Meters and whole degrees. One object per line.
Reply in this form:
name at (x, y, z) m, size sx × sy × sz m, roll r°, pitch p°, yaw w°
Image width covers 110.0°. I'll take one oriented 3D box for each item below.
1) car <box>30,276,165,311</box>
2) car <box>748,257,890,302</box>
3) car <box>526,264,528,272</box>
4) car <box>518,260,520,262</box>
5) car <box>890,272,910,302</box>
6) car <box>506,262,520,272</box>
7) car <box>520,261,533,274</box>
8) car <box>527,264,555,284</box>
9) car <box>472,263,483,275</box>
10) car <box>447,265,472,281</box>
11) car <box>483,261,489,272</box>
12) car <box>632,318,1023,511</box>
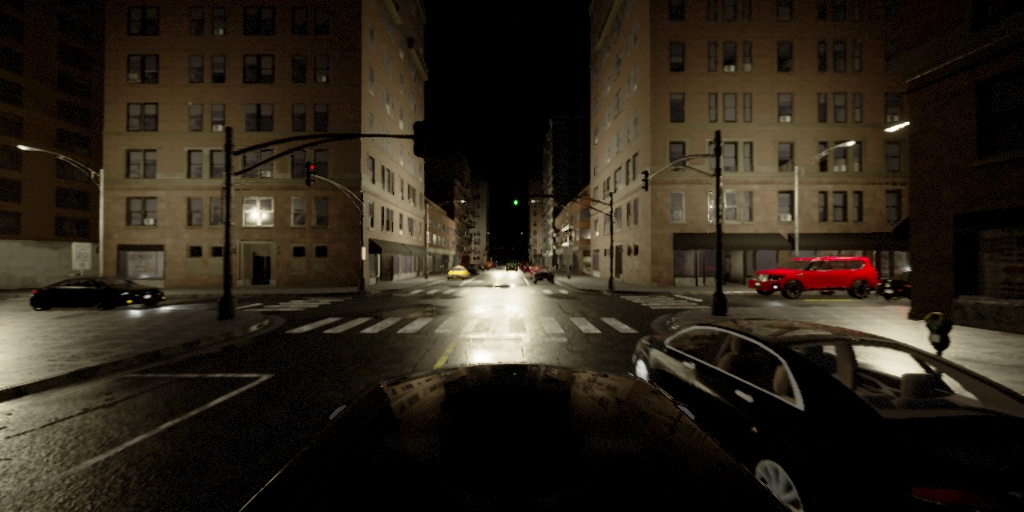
car at (-17.594, 1.565, 15.359) m, size 4.181 × 1.385 × 1.994 m, roll 0°, pitch -1°, yaw 0°
car at (15.329, 1.075, 18.374) m, size 5.566 × 2.045 × 2.150 m, roll 0°, pitch -1°, yaw 0°
car at (2.630, 1.739, 36.272) m, size 1.802 × 1.307 × 4.207 m, roll 0°, pitch 0°, yaw 0°
car at (2.624, 1.800, 64.679) m, size 2.192 × 1.841 × 5.009 m, roll 0°, pitch 0°, yaw 0°
car at (18.392, 1.328, 15.363) m, size 4.674 × 1.442 × 1.812 m, roll 0°, pitch -1°, yaw -1°
car at (-0.013, 2.035, 60.264) m, size 1.895 × 1.301 × 4.718 m, roll 0°, pitch -1°, yaw 0°
car at (2.626, 1.794, 53.316) m, size 1.967 × 1.591 × 4.097 m, roll 0°, pitch 0°, yaw 0°
car at (2.631, 1.641, 30.591) m, size 2.007 × 1.370 × 4.403 m, roll 0°, pitch 0°, yaw 0°
car at (-5.398, 1.854, 47.631) m, size 1.948 × 1.339 × 4.313 m, roll 0°, pitch 0°, yaw 0°
car at (-5.395, 1.682, 36.099) m, size 1.751 × 1.417 × 4.829 m, roll 0°, pitch 0°, yaw 0°
car at (-5.400, 1.970, 58.993) m, size 2.007 × 1.370 × 4.403 m, roll 0°, pitch 0°, yaw 0°
car at (2.638, 1.324, 3.717) m, size 2.007 × 1.370 × 4.403 m, roll 0°, pitch 0°, yaw 0°
